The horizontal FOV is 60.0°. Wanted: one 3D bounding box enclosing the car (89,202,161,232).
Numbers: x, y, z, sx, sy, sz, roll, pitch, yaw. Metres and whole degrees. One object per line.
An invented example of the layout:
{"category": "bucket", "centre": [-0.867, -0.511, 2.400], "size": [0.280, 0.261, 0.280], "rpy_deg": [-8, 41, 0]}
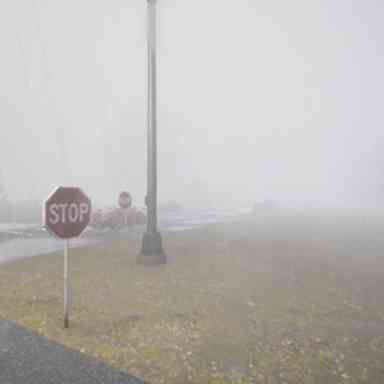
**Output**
{"category": "car", "centre": [-4.271, 1.602, 20.716], "size": [1.812, 1.442, 4.674], "rpy_deg": [0, 0, 34]}

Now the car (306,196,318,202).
{"category": "car", "centre": [31.381, 1.723, 86.721], "size": [1.882, 1.535, 5.008], "rpy_deg": [0, 0, 34]}

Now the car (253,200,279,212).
{"category": "car", "centre": [9.055, 1.677, 40.667], "size": [1.812, 1.442, 4.674], "rpy_deg": [0, 0, 34]}

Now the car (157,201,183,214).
{"category": "car", "centre": [-3.056, 1.657, 35.160], "size": [2.033, 1.411, 5.357], "rpy_deg": [0, 0, 34]}

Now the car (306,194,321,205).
{"category": "car", "centre": [23.030, 1.438, 63.139], "size": [2.150, 2.045, 5.566], "rpy_deg": [0, 0, 27]}
